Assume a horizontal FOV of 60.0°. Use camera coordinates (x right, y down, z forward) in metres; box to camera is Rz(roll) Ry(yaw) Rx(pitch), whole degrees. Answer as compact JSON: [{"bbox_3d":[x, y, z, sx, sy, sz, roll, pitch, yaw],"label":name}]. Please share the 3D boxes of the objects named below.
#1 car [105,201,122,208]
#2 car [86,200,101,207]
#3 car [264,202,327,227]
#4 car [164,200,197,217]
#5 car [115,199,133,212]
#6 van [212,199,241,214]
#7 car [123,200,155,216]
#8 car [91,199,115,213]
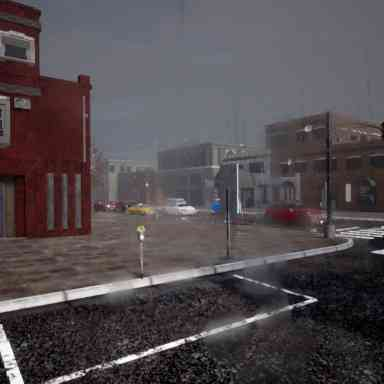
[{"bbox_3d":[-15.941,2.433,67.122,1.802,1.307,4.206,-2,0,-36],"label":"car"},{"bbox_3d":[-22.614,2.595,76.266,1.802,1.307,4.206,-2,0,-36],"label":"car"},{"bbox_3d":[7.687,1.572,24.980,2.097,1.767,4.553,-1,0,-37],"label":"car"},{"bbox_3d":[-1.368,1.964,37.348,1.812,1.442,4.674,-1,-1,-36],"label":"car"},{"bbox_3d":[-8.856,2.122,47.660,1.837,1.490,4.892,-1,0,-36],"label":"car"},{"bbox_3d":[4.068,1.707,39.693,1.690,1.788,3.998,-2,0,-36],"label":"van"},{"bbox_3d":[-5.930,2.048,39.241,1.752,1.417,4.829,-2,0,-36],"label":"car"},{"bbox_3d":[-12.708,2.001,48.521,2.192,1.841,5.009,-2,0,-36],"label":"car"}]
